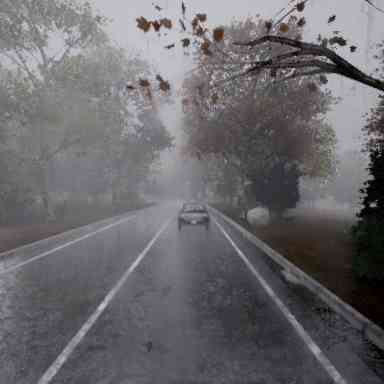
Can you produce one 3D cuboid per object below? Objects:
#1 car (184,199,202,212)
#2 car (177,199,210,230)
[{"bbox_3d":[0.105,1.588,41.110,2.033,1.411,5.357,0,-1,0],"label":"car"},{"bbox_3d":[0.102,1.434,20.606,2.128,1.511,4.902,0,0,0],"label":"car"}]
